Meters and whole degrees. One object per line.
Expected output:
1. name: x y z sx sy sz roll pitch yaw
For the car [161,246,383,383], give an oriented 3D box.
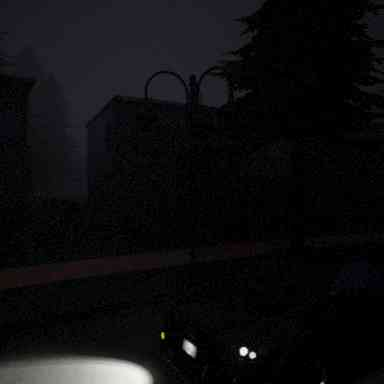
1. car: 1.688 1.521 4.682 4.181 1.385 1.994 -1 1 -31
